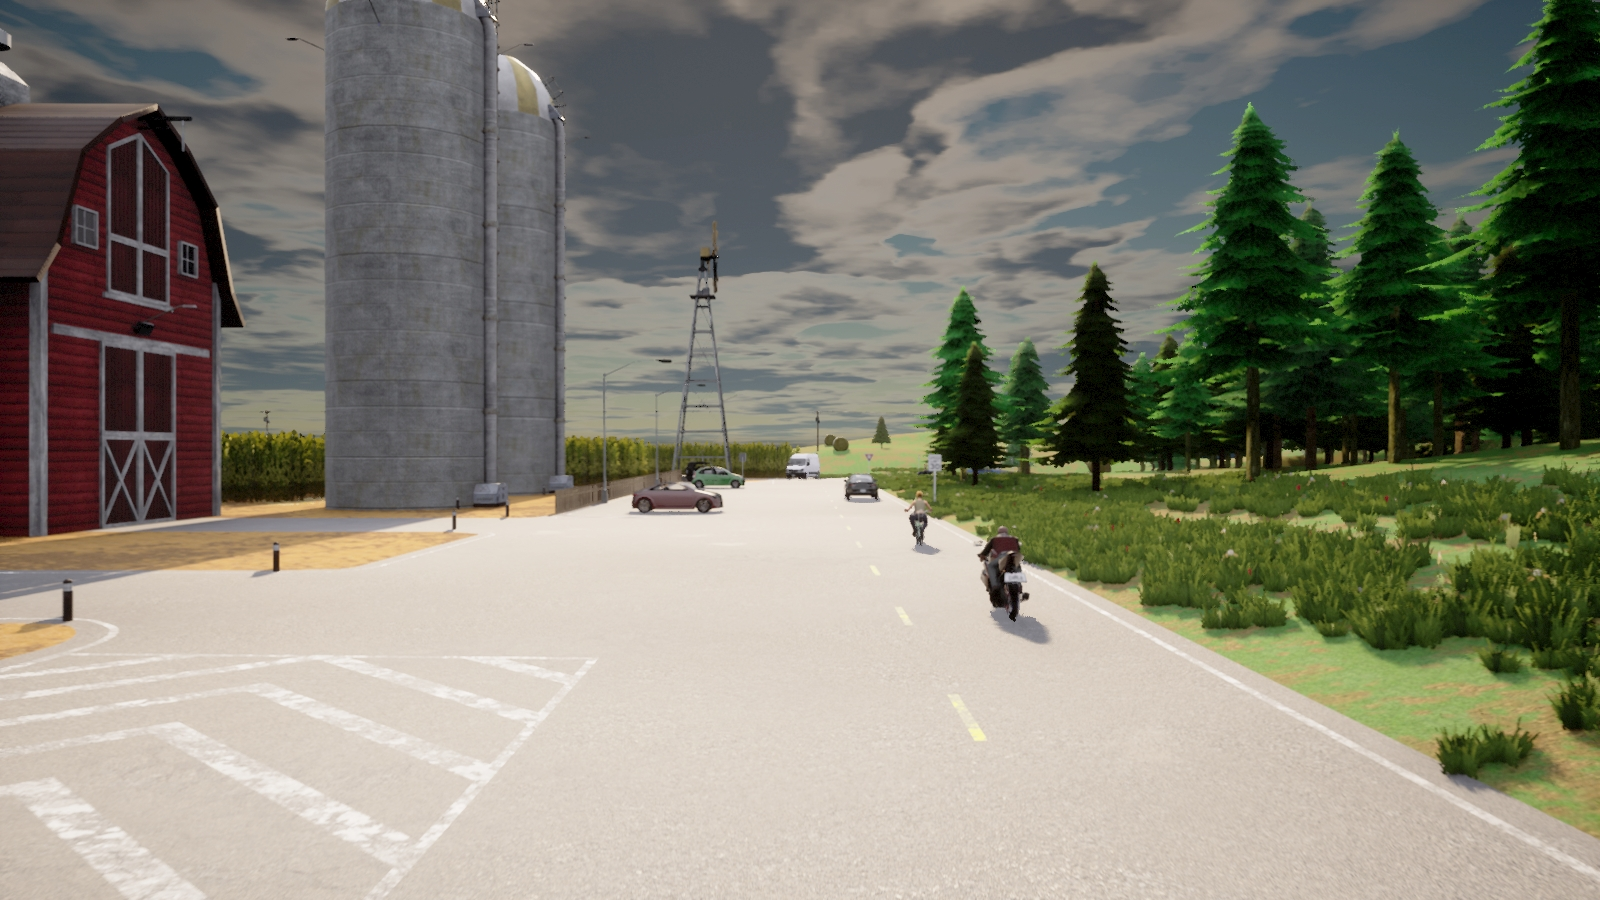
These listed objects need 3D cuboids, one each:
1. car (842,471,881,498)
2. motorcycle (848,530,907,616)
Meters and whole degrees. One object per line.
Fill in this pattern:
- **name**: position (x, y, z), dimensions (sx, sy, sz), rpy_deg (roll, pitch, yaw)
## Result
- **car**: position (3.509, 1.960, 65.912), dimensions (2.002, 1.442, 4.674), rpy_deg (0, 0, 0)
- **motorcycle**: position (1.306, 2.071, 19.639), dimensions (0.867, 1.251, 2.209), rpy_deg (0, 0, 0)
